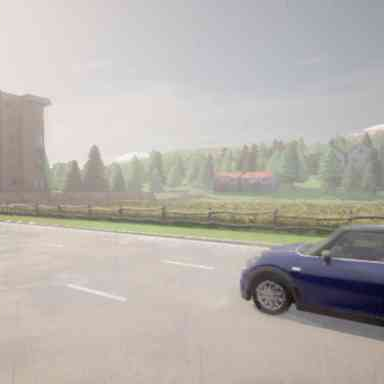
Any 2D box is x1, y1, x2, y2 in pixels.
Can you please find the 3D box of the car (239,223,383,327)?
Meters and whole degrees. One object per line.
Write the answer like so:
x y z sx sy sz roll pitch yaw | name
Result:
3.147 1.355 6.044 4.553 1.767 2.097 0 0 35 | car
